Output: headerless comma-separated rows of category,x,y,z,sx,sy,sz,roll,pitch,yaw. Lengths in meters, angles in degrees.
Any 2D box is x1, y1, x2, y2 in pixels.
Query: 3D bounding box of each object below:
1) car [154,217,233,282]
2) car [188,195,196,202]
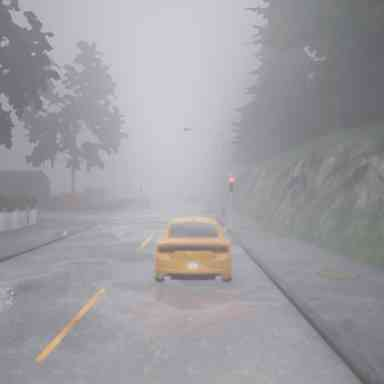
car,0.047,1.462,9.758,1.882,1.535,5.008,0,0,1
car,-0.006,1.392,72.291,1.895,1.301,4.718,0,0,0
